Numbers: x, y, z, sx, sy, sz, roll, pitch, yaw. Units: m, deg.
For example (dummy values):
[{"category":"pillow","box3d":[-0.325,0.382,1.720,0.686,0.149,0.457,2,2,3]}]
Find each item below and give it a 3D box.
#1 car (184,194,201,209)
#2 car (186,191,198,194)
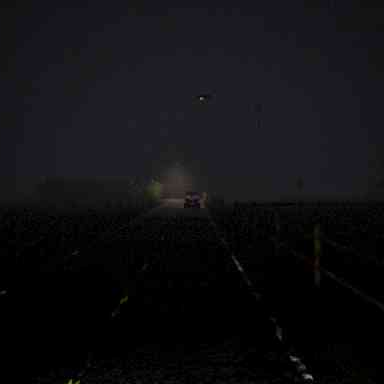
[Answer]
[{"category":"car","box3d":[0.013,1.274,39.844,1.994,1.385,4.181,0,0,0]},{"category":"car","box3d":[0.017,0.853,49.875,2.150,2.045,5.566,0,0,0]}]
